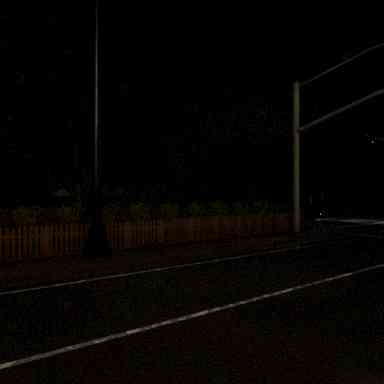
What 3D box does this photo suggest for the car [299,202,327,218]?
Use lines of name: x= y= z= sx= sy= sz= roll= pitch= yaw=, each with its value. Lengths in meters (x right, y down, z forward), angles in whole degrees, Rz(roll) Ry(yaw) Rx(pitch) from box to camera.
car: x=9.856 y=1.601 z=30.557 sx=1.895 sy=1.301 sz=4.718 roll=0 pitch=0 yaw=-35
